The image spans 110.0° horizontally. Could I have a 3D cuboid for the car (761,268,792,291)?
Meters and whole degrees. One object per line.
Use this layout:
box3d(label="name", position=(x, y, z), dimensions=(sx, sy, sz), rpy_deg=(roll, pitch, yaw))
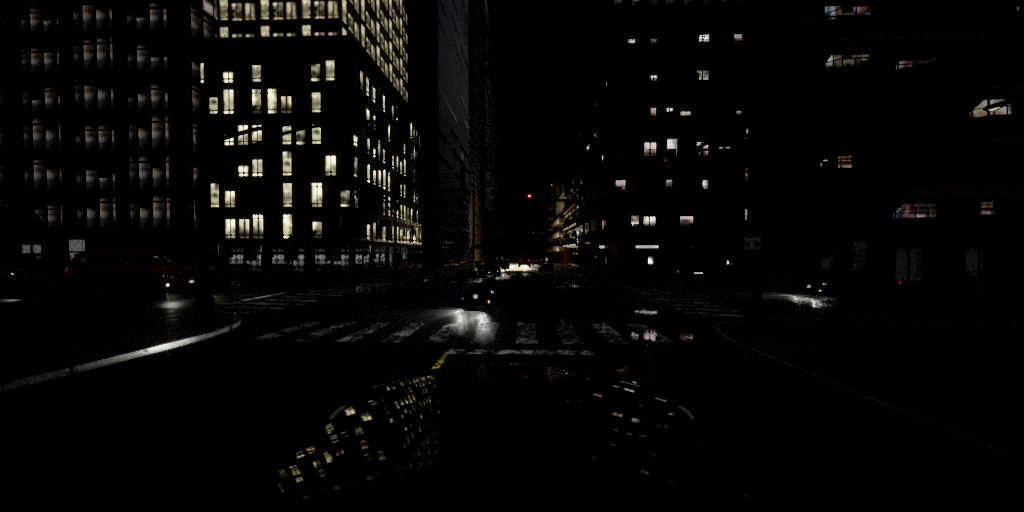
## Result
box3d(label="car", position=(16.975, 1.375, 21.459), dimensions=(4.403, 1.370, 2.007), rpy_deg=(0, 0, 3))

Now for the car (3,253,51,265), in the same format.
box3d(label="car", position=(-32.893, 0.713, 23.886), dimensions=(5.009, 1.841, 2.192), rpy_deg=(0, 0, 3))

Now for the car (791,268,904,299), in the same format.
box3d(label="car", position=(17.672, 1.438, 18.823), dimensions=(4.181, 1.385, 1.994), rpy_deg=(0, 1, 3))

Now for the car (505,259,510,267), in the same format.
box3d(label="car", position=(-1.636, 1.302, 44.650), dimensions=(1.994, 1.385, 4.181), rpy_deg=(0, 0, 2))

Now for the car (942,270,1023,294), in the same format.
box3d(label="car", position=(28.028, 1.461, 20.921), dimensions=(4.507, 1.381, 1.888), rpy_deg=(0, 0, 3))

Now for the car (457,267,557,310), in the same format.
box3d(label="car", position=(-0.006, 1.310, 14.680), dimensions=(1.994, 1.385, 4.181), rpy_deg=(0, 0, 43))

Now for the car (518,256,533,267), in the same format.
box3d(label="car", position=(2.207, 0.955, 63.500), dimensions=(2.150, 2.045, 5.566), rpy_deg=(0, 0, 2))

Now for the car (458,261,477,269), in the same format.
box3d(label="car", position=(-4.505, 1.265, 36.856), dimensions=(1.751, 1.417, 4.829), rpy_deg=(0, 0, 2))

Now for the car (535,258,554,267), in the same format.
box3d(label="car", position=(4.071, 1.289, 42.388), dimensions=(2.007, 1.370, 4.403), rpy_deg=(0, 0, 2))

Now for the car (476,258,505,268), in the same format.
box3d(label="car", position=(-1.984, 1.245, 34.753), dimensions=(1.837, 1.490, 4.892), rpy_deg=(0, 0, 2))

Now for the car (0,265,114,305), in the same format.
box3d(label="car", position=(-19.869, 1.204, 14.892), dimensions=(4.403, 1.370, 2.007), rpy_deg=(0, 0, 3))

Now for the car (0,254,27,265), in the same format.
box3d(label="car", position=(-27.860, 0.893, 17.829), dimensions=(4.553, 1.767, 2.097), rpy_deg=(0, 1, 3))

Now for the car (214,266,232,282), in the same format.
box3d(label="car", position=(-20.961, 1.029, 23.269), dimensions=(4.829, 1.417, 1.751), rpy_deg=(0, 0, 3))

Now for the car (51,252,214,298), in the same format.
box3d(label="car", position=(-18.152, 0.846, 17.355), dimensions=(5.566, 2.045, 2.150), rpy_deg=(1, 1, 3))
